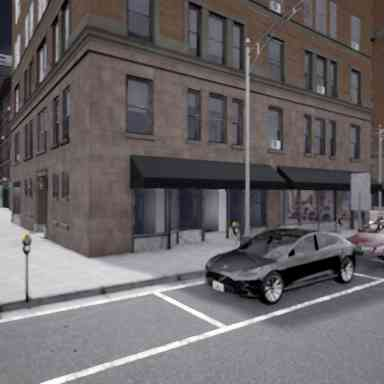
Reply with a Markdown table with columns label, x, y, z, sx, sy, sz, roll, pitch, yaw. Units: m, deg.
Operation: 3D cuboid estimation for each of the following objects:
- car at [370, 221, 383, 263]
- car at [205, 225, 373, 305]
| label | x | y | z | sx | sy | sz | roll | pitch | yaw |
| --- | --- | --- | --- | --- | --- | --- | --- | --- | --- |
| car | 6.800 | 1.653 | 11.388 | 4.206 | 1.307 | 1.802 | 0 | 0 | -36 |
| car | 2.322 | 1.604 | 8.192 | 4.313 | 1.339 | 1.947 | 0 | 0 | -36 |
